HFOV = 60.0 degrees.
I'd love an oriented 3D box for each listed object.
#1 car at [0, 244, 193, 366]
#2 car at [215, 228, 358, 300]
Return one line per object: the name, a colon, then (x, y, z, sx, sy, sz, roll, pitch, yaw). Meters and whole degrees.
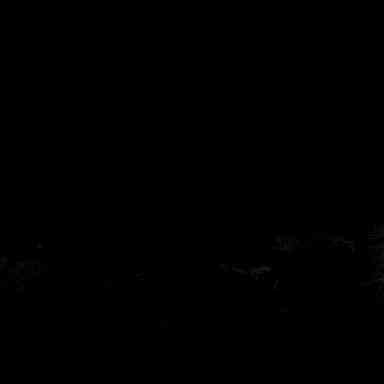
car: (-1.977, 1.565, 5.125, 4.313, 1.339, 1.947, 0, 0, -35)
car: (2.504, 1.581, 8.316, 4.206, 1.307, 1.802, 0, 0, -35)
